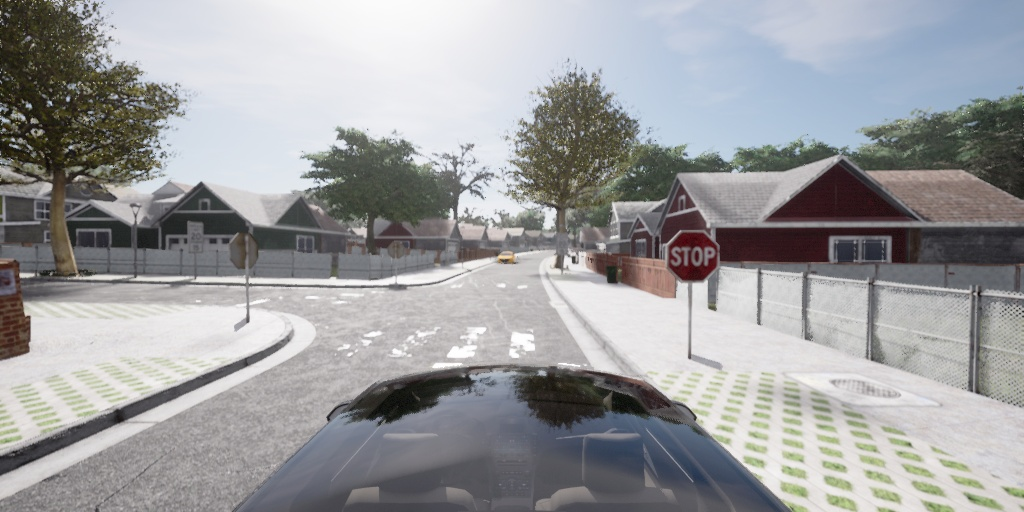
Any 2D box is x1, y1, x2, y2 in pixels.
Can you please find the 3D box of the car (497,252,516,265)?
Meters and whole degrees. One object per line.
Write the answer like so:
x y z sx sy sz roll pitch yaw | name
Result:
-0.621 0.212 44.330 1.882 1.535 5.008 0 2 6 | car
